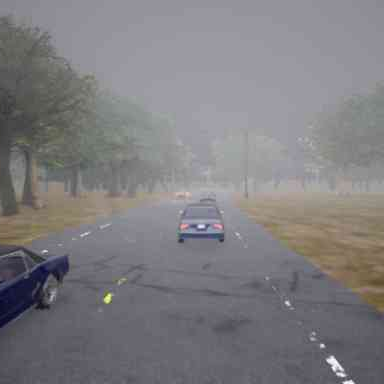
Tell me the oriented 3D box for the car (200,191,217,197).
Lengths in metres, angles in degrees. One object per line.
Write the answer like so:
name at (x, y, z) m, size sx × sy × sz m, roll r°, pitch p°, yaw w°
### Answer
car at (1.905, 0.594, 39.115) m, size 2.033 × 1.411 × 5.357 m, roll 0°, pitch 0°, yaw 5°

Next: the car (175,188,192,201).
car at (-1.165, 0.242, 46.785) m, size 2.097 × 1.767 × 4.553 m, roll 0°, pitch 2°, yaw 5°

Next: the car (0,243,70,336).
car at (-3.535, 1.542, 4.809) m, size 1.895 × 1.301 × 4.718 m, roll 0°, pitch 1°, yaw 1°

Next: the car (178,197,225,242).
car at (0.414, 1.190, 14.419) m, size 2.033 × 1.411 × 5.357 m, roll 0°, pitch 2°, yaw 2°
